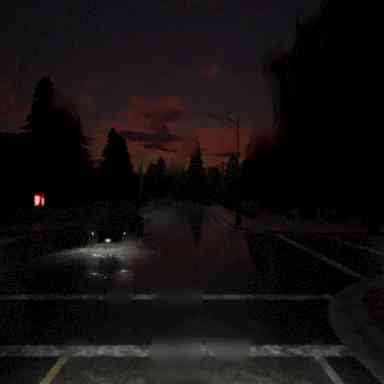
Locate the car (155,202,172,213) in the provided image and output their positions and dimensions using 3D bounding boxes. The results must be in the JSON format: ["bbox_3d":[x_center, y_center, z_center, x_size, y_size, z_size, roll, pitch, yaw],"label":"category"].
[{"bbox_3d":[-3.493,1.862,41.641,1.895,1.301,4.718,0,0,0],"label":"car"}]

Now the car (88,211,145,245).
[{"bbox_3d":[-3.497,1.646,16.506,2.033,1.411,5.357,0,0,0],"label":"car"}]
